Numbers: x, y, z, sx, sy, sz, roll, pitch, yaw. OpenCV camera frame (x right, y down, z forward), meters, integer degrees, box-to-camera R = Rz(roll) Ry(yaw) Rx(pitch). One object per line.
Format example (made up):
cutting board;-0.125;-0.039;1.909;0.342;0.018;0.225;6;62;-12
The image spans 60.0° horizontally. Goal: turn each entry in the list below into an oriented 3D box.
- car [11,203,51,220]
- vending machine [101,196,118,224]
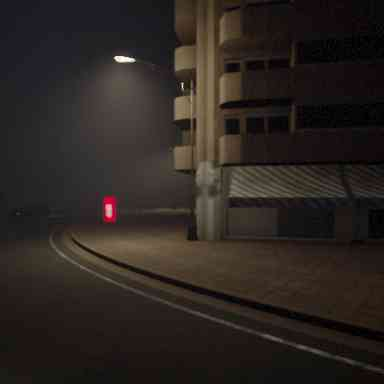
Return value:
car;-14.594;1.679;30.210;1.812;1.442;4.674;0;0;1
vending machine;-6.310;1.341;25.488;1.100;2.100;0.880;0;0;-7
